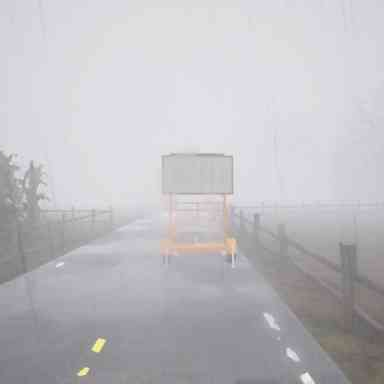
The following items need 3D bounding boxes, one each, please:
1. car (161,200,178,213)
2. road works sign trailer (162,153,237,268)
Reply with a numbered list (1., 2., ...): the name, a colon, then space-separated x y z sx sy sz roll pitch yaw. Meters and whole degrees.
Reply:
1. car: -2.710 1.727 41.421 2.128 1.511 4.902 0 0 0
2. road works sign trailer: 0.185 0.485 11.356 2.380 3.560 2.880 0 0 -2
